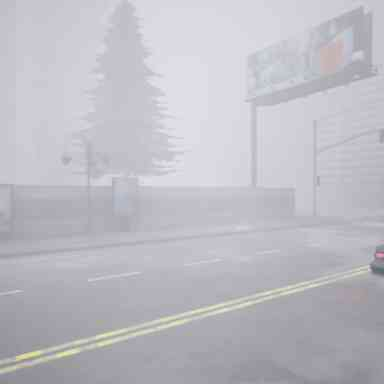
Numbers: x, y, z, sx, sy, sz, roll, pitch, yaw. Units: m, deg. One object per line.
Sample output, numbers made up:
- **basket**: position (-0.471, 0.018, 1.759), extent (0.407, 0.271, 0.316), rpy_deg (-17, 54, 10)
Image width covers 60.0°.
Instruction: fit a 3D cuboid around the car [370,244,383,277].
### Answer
- **car**: position (6.747, 1.529, 8.631), extent (5.357, 1.411, 2.033), rpy_deg (0, 0, -35)
